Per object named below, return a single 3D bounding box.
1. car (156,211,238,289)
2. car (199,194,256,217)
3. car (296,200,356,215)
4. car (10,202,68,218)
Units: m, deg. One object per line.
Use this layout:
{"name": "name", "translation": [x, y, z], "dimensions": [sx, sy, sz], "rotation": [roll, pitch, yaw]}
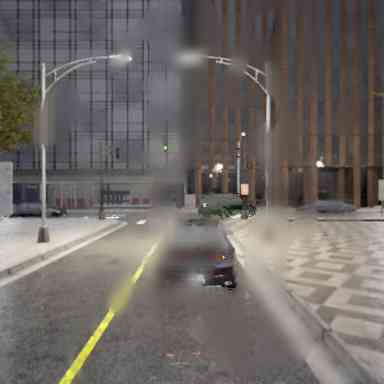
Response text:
{"name": "car", "translation": [0.117, 1.498, 9.136], "dimensions": [1.837, 1.490, 4.892], "rotation": [0, 0, 0]}
{"name": "car", "translation": [3.064, 1.189, 28.319], "dimensions": [5.566, 2.045, 2.150], "rotation": [0, -2, -42]}
{"name": "car", "translation": [12.872, 1.461, 32.103], "dimensions": [5.357, 1.411, 2.033], "rotation": [0, 0, 0]}
{"name": "car", "translation": [-13.768, 1.580, 28.990], "dimensions": [5.357, 1.411, 2.033], "rotation": [0, 0, 2]}
